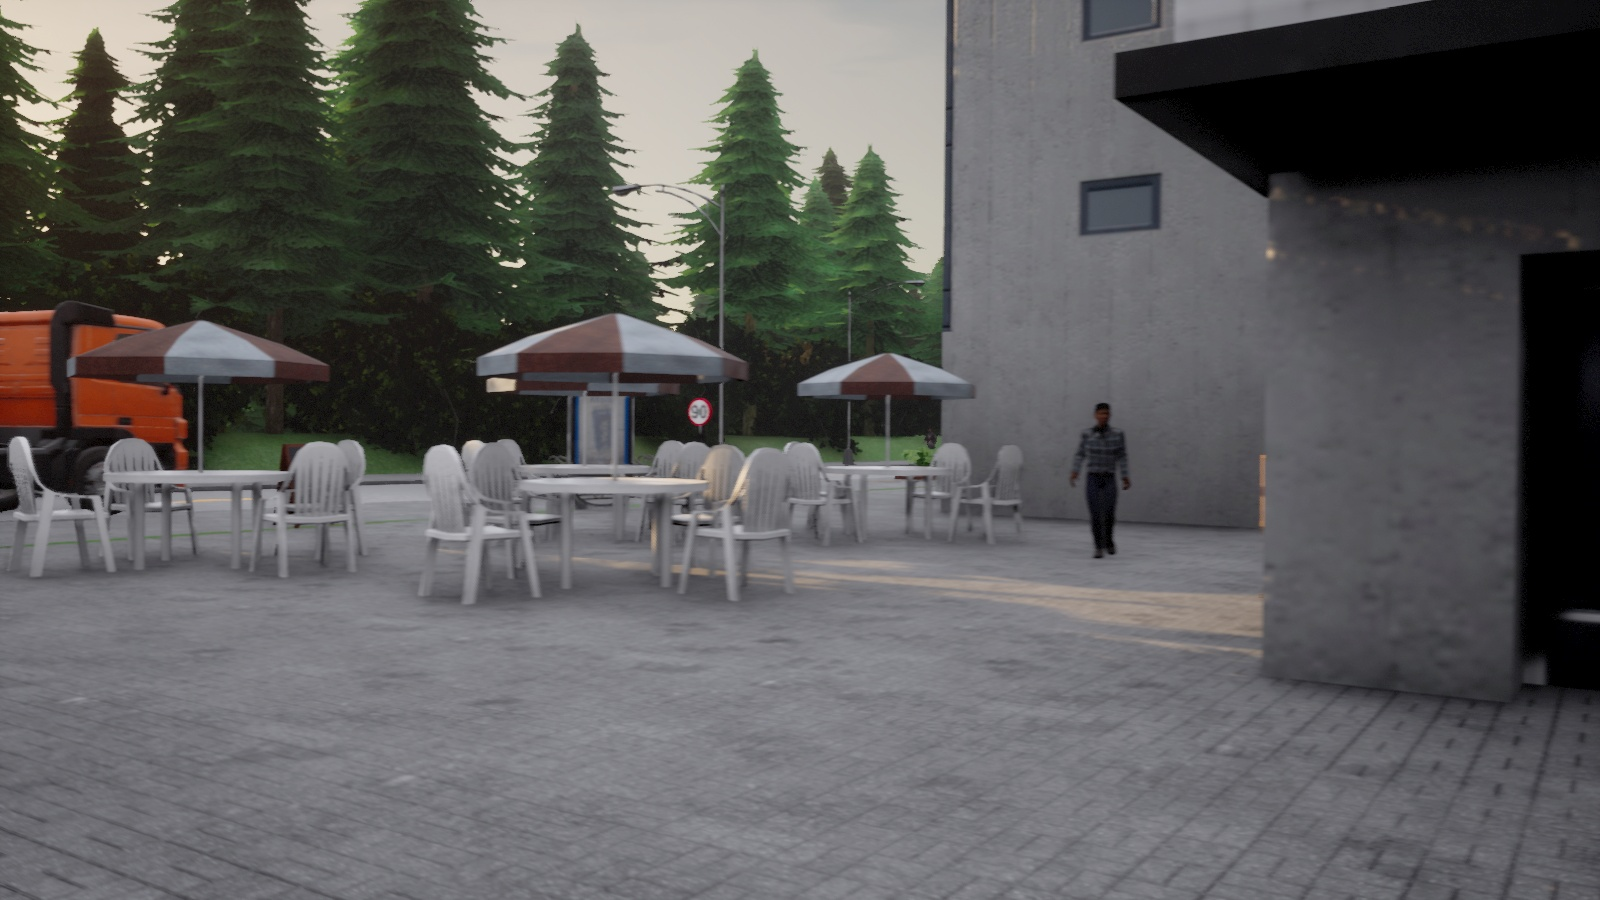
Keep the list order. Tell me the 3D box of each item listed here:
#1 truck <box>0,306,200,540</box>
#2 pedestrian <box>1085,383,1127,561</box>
[{"bbox_3d":[-13.308,-0.386,18.818,2.891,3.462,7.936,0,1,21],"label":"truck"},{"bbox_3d":[3.450,0.236,14.183,0.423,1.949,0.788,0,1,12],"label":"pedestrian"}]
